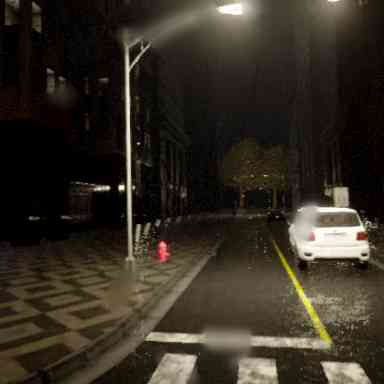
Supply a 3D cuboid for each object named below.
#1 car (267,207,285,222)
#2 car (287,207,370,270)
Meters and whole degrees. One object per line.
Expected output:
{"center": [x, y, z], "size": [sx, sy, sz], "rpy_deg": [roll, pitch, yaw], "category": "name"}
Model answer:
{"center": [10.338, 2.967, 40.943], "size": [1.994, 1.385, 4.181], "rpy_deg": [-2, -2, 11], "category": "car"}
{"center": [4.972, 1.615, 12.715], "size": [2.150, 2.045, 5.566], "rpy_deg": [-2, -2, 13], "category": "car"}
